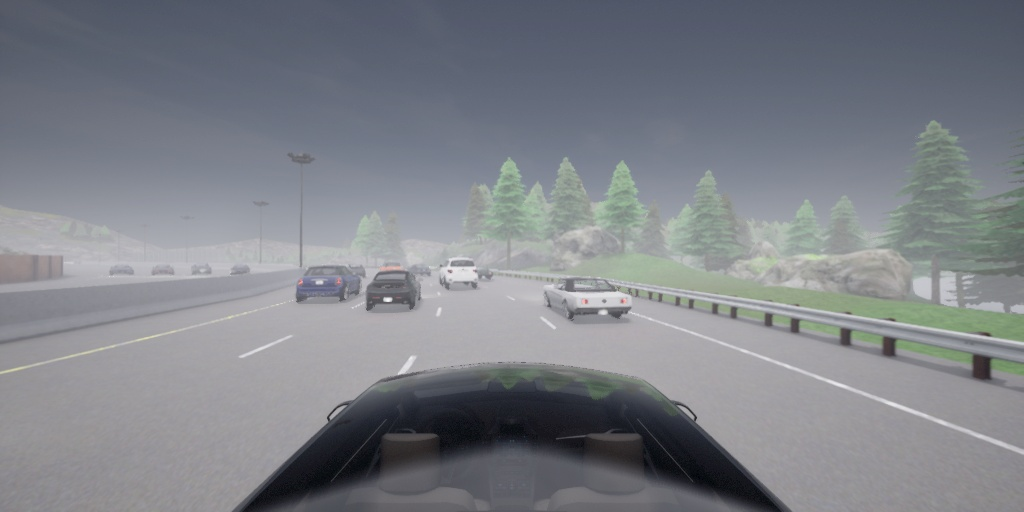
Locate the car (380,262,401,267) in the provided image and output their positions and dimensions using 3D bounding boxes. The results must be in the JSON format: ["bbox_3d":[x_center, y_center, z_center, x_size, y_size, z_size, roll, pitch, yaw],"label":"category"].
[{"bbox_3d":[-13.098,1.430,38.738,2.097,1.767,4.553,0,-1,-27],"label":"car"}]

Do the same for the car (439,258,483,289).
[{"bbox_3d":[-3.919,1.180,25.707,2.150,2.045,5.566,0,0,-17],"label":"car"}]

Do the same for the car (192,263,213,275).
[{"bbox_3d":[-39.445,1.656,45.586,2.128,1.511,4.902,0,-1,-44],"label":"car"}]

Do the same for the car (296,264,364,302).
[{"bbox_3d":[-9.170,1.253,18.304,2.097,1.767,4.553,0,0,-12],"label":"car"}]

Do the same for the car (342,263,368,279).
[{"bbox_3d":[-17.049,1.575,38.747,2.128,1.511,4.902,0,-1,-29],"label":"car"}]

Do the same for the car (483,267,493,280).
[{"bbox_3d":[-3.444,1.634,34.681,1.895,1.301,4.718,0,-1,-23],"label":"car"}]

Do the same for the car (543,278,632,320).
[{"bbox_3d":[2.494,1.446,13.189,1.895,1.301,4.718,0,0,-8],"label":"car"}]

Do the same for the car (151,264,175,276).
[{"bbox_3d":[-42.825,1.720,44.055,1.994,1.385,4.181,0,-1,-44],"label":"car"}]

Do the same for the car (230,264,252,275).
[{"bbox_3d":[-32.465,1.682,42.961,2.033,1.411,5.357,0,-1,-38],"label":"car"}]

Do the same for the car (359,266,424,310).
[{"bbox_3d":[-5.043,1.379,15.649,1.837,1.490,4.892,0,-1,-11],"label":"car"}]

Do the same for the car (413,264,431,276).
[{"bbox_3d":[-10.997,1.654,42.258,2.033,1.411,5.357,0,-1,-28],"label":"car"}]
